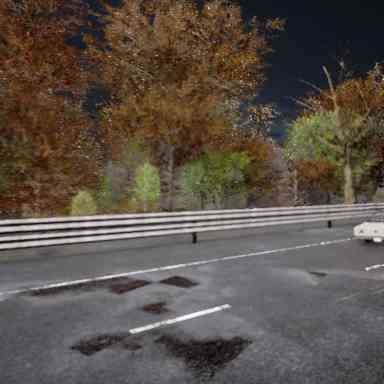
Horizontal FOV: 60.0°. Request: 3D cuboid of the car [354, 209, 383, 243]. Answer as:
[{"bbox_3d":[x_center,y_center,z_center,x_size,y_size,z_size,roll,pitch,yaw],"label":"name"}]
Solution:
[{"bbox_3d":[9.136,1.311,14.454,4.718,1.301,1.895,-10,2,-35],"label":"car"}]
